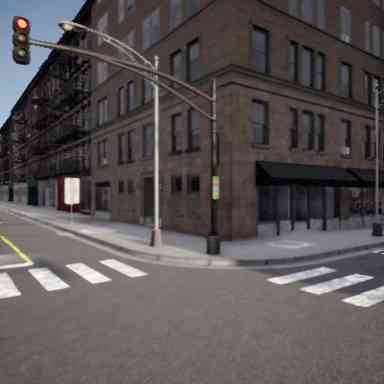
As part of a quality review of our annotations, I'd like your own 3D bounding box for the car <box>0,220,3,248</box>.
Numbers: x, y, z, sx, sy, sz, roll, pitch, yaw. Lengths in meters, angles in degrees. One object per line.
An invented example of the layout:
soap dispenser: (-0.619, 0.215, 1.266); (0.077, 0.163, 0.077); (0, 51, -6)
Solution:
car: (-9.193, 1.509, 13.752); (1.837, 1.490, 4.892); (0, 0, -37)
